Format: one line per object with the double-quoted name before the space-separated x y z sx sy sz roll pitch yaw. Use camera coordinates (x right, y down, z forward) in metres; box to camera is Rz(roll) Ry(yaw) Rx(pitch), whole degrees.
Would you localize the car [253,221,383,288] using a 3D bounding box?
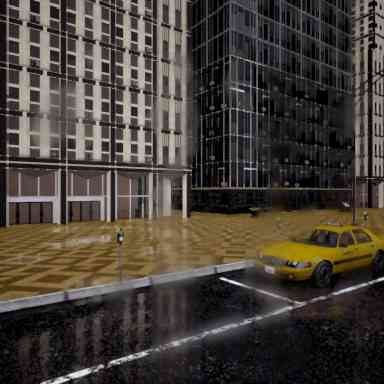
"car" 3.808 1.526 9.264 4.829 1.417 1.752 0 0 -35
